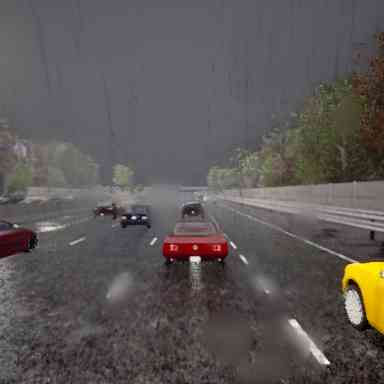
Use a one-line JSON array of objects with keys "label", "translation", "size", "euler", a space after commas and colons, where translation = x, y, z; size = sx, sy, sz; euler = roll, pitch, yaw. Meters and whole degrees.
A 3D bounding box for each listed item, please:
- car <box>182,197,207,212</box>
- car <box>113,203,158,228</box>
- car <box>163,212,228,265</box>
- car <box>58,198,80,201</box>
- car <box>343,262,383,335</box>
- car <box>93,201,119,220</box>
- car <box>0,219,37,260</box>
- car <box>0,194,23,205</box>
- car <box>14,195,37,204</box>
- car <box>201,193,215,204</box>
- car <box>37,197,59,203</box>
[{"label": "car", "translation": [0.090, 1.508, 29.677], "size": [1.882, 1.535, 5.008], "euler": [0, 0, 0]}, {"label": "car", "translation": [-3.407, 1.569, 22.036], "size": [2.033, 1.411, 5.357], "euler": [0, 0, 0]}, {"label": "car", "translation": [0.098, 1.610, 11.614], "size": [1.895, 1.301, 4.718], "euler": [0, 0, 0]}, {"label": "car", "translation": [-17.588, 1.659, 49.346], "size": [1.895, 1.301, 4.718], "euler": [0, 0, 0]}, {"label": "car", "translation": [3.575, 1.437, 3.862], "size": [1.882, 1.535, 5.008], "euler": [0, 0, 0]}, {"label": "car", "translation": [-6.910, 1.520, 28.040], "size": [2.128, 1.511, 4.902], "euler": [0, 0, 0]}, {"label": "car", "translation": [-6.904, 1.573, 11.055], "size": [1.994, 1.385, 4.181], "euler": [0, 0, 0]}, {"label": "car", "translation": [-28.062, 1.282, 51.561], "size": [2.150, 2.045, 5.566], "euler": [0, 0, 1]}, {"label": "car", "translation": [-24.570, 1.624, 50.698], "size": [1.994, 1.385, 4.181], "euler": [0, 0, 0]}, {"label": "car", "translation": [3.475, 1.237, 66.538], "size": [2.150, 2.045, 5.566], "euler": [0, 0, 0]}, {"label": "car", "translation": [-21.084, 1.565, 50.545], "size": [1.837, 1.490, 4.892], "euler": [0, 0, 0]}]
